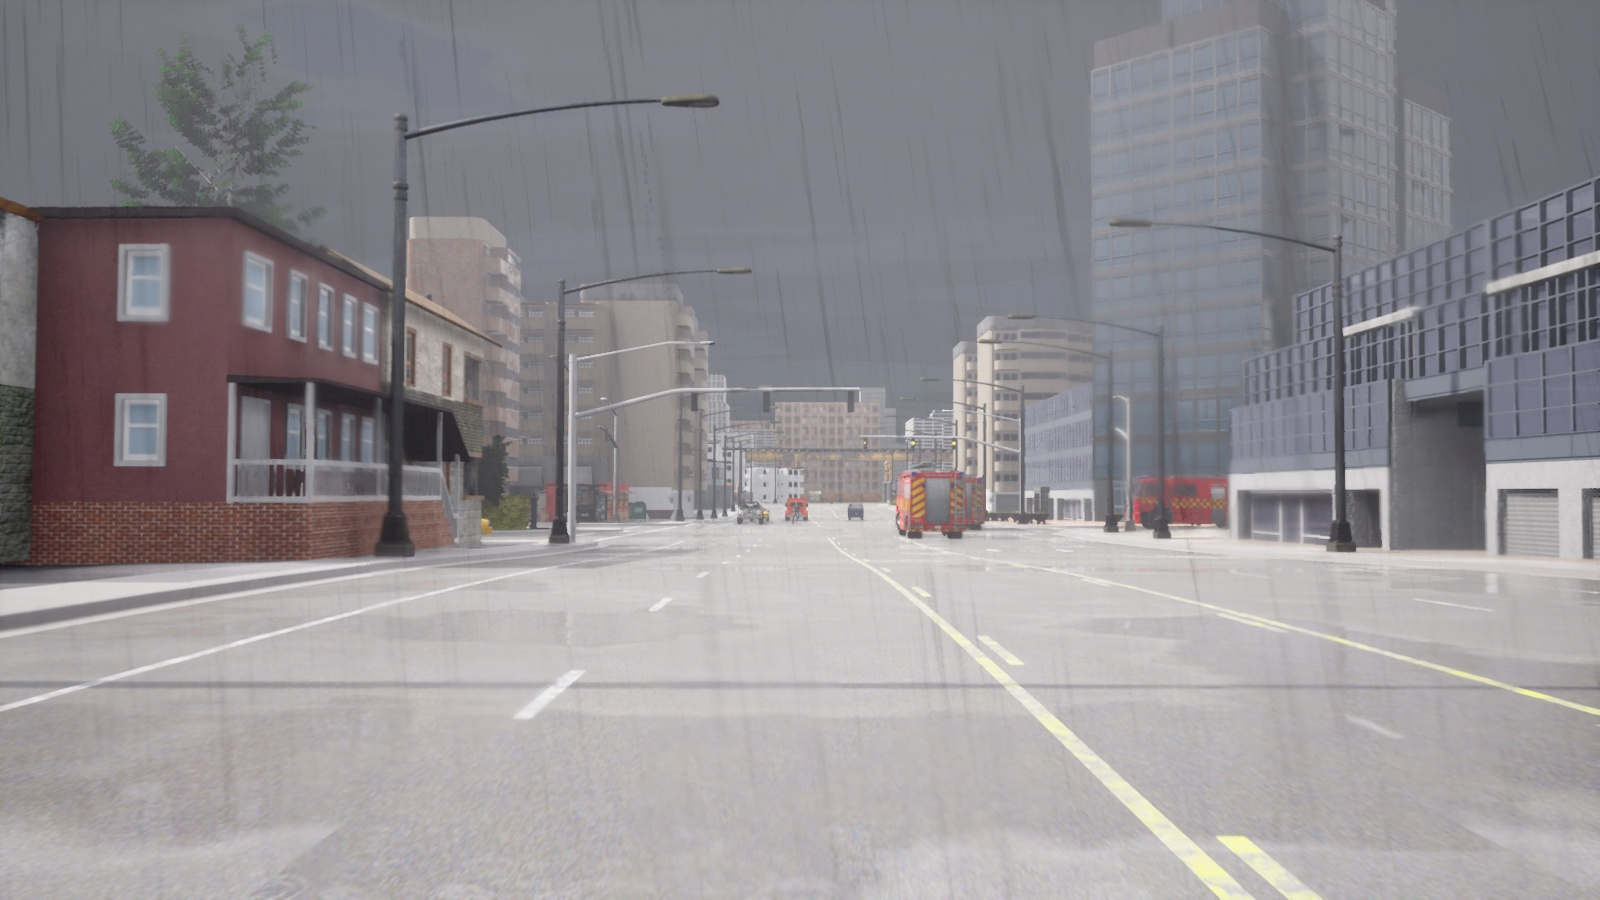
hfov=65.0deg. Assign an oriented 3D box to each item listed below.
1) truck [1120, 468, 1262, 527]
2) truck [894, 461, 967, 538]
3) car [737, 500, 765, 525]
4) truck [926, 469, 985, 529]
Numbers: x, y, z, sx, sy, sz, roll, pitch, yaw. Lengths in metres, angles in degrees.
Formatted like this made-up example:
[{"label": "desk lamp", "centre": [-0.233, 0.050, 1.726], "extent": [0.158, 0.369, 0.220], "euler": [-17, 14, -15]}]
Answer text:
[{"label": "truck", "centre": [25.799, 3.141, 83.210], "extent": [8.468, 3.827, 2.891], "euler": [0, -2, 0]}, {"label": "truck", "centre": [6.821, 2.638, 66.760], "extent": [2.891, 3.827, 8.468], "euler": [0, -2, 0]}, {"label": "car", "centre": [-3.724, 4.805, 96.361], "extent": [1.932, 1.855, 4.605], "euler": [0, -3, 0]}, {"label": "truck", "centre": [10.299, 3.260, 84.065], "extent": [2.891, 3.827, 8.468], "euler": [0, -2, 0]}]
